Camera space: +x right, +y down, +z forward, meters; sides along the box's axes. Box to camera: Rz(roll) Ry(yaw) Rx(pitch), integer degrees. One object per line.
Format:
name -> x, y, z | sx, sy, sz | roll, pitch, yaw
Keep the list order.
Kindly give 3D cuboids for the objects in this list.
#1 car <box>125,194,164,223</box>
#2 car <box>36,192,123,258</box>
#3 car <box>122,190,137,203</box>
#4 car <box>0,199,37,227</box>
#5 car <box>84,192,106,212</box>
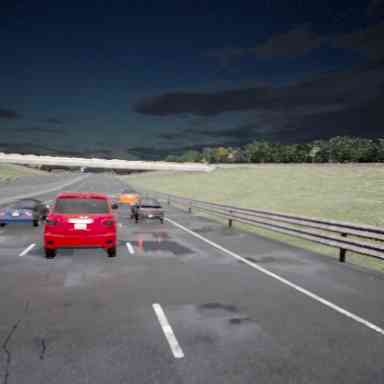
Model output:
car -> -3.091, 1.186, 22.481 | 2.128, 1.511, 4.902 | 2, 1, -15
car -> -3.890, 1.020, 12.118 | 2.150, 2.045, 5.566 | 2, 1, -15
car -> -7.318, 0.547, 38.300 | 2.097, 1.767, 4.553 | 2, 1, -15
car -> -9.297, 1.080, 18.736 | 2.033, 1.411, 5.357 | 2, 1, -15
car -> -8.774, 0.865, 30.302 | 1.812, 1.442, 4.674 | 2, 1, -15
